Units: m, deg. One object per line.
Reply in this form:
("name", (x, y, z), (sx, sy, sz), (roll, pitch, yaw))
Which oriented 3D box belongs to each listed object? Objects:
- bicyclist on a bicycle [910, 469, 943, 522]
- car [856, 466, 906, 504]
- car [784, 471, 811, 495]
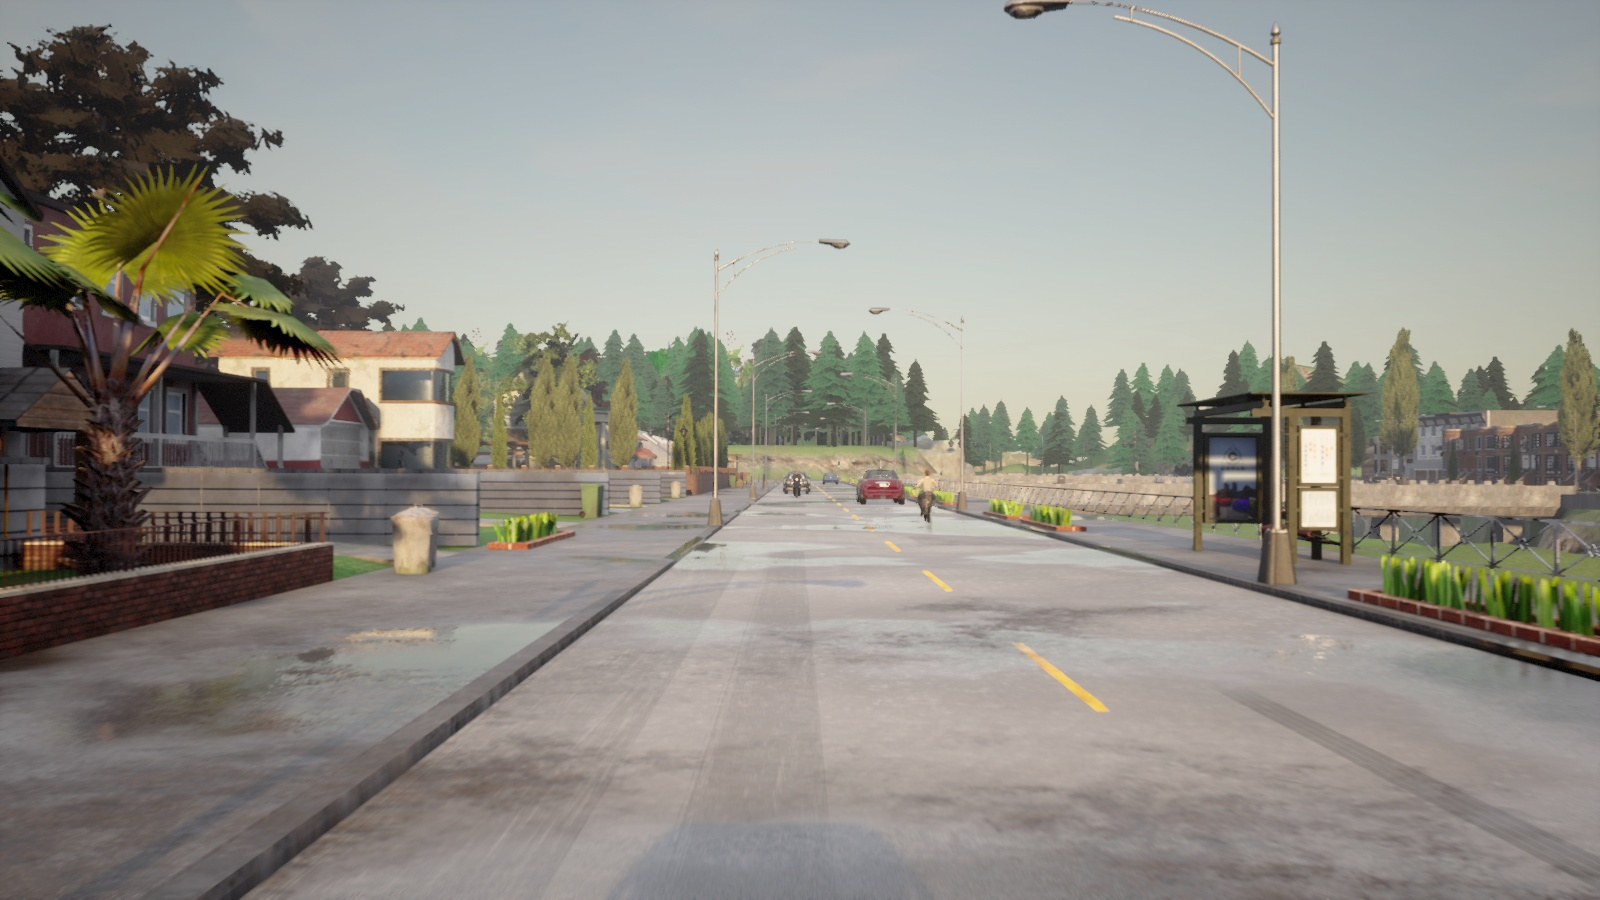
("bicyclist on a bicycle", (3.909, 1.386, 38.831), (0.866, 1.612, 1.509), (0, -1, 0))
("car", (3.857, 1.675, 60.772), (2.097, 1.767, 4.553), (0, -1, 0))
("car", (-0.201, 2.223, 85.358), (1.789, 1.549, 3.705), (0, -1, 0))
